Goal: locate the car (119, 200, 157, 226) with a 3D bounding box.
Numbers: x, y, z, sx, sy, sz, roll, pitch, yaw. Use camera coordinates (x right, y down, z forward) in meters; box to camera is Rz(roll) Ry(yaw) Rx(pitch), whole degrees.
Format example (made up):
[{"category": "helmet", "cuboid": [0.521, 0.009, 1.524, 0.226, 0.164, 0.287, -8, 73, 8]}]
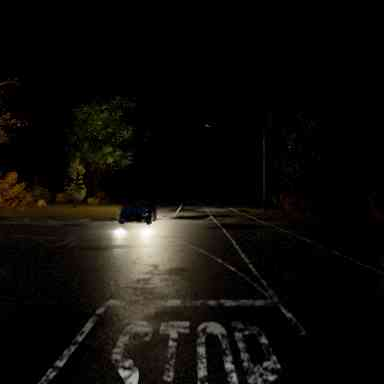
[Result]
[{"category": "car", "cuboid": [-3.438, 1.284, 21.872, 1.882, 1.535, 5.008, 1, -1, 0]}]
